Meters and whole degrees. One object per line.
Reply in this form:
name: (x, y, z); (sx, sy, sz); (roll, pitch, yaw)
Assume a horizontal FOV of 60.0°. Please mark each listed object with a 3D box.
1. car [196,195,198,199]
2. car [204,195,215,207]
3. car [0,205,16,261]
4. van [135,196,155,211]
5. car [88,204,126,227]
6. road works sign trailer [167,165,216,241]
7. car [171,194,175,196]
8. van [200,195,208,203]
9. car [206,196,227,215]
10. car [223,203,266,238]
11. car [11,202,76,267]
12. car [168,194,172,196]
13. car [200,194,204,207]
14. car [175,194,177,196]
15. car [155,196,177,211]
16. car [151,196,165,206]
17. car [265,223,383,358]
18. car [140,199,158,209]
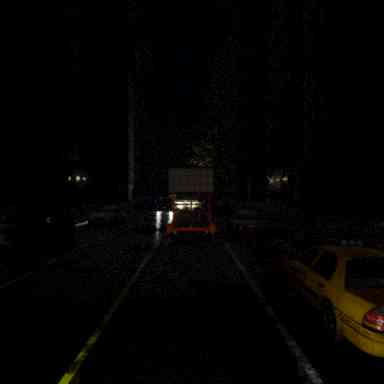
car: (2.651, 1.742, 84.995); (1.802, 1.307, 4.206); (0, 0, 0)
car: (2.762, 1.474, 39.878); (1.967, 1.590, 4.097); (0, 0, 0)
car: (-5.682, 1.322, 6.041); (2.192, 1.841, 5.009); (0, 0, 0)
van: (-5.763, 1.374, 39.873); (1.690, 1.788, 3.998); (0, 0, 0)
car: (-5.723, 1.542, 22.749); (1.752, 1.417, 4.829); (0, 0, 1)
road works sign trailer: (-0.041, 0.478, 16.628); (2.380, 3.560, 2.880); (0, 0, 0)
car: (-5.873, 1.684, 84.814); (1.752, 1.417, 4.829); (0, 0, 0)
van: (2.680, 1.464, 73.716); (1.690, 1.788, 3.998); (0, 0, 0)
car: (2.775, 1.465, 34.240); (1.967, 1.590, 4.097); (0, 0, 0)
car: (2.823, 1.539, 17.524); (1.752, 1.417, 4.829); (0, 0, 1)
car: (-5.696, 1.326, 11.681); (2.192, 1.841, 5.009); (0, 0, 0)
car: (-5.846, 1.704, 73.707); (1.802, 1.307, 4.206); (0, 0, 0)
car: (2.734, 1.374, 51.158); (2.192, 1.841, 5.009); (0, 0, 0)
car: (-5.888, 1.500, 90.623); (2.192, 1.841, 5.009); (0, 0, 0)
car: (-3.190, 1.541, 40.603); (1.837, 1.490, 4.892); (0, -1, 0)
car: (-5.805, 1.514, 56.790); (1.967, 1.590, 4.097); (0, 0, 0)
car: (2.844, 1.532, 6.211); (1.752, 1.417, 4.829); (0, 0, 0)
car: (-5.778, 1.610, 45.512); (1.947, 1.339, 4.313); (0, 0, 0)
